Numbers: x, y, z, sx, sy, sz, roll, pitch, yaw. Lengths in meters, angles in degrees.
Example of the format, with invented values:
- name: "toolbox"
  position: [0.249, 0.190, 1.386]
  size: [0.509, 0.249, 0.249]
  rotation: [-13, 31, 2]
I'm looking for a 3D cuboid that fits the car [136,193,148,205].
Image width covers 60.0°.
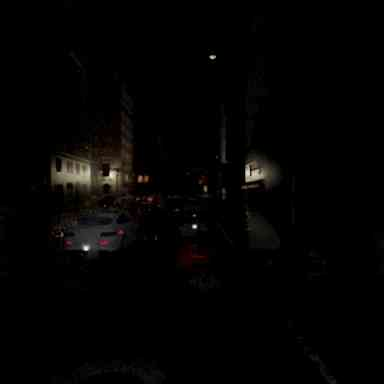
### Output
- name: "car"
  position: [-6.499, 0.911, 46.610]
  size: [2.097, 1.767, 4.553]
  rotation: [0, 1, 0]

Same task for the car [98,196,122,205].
- name: "car"
  position: [-9.784, 1.167, 40.006]
  size: [2.033, 1.411, 5.357]
  rotation: [0, 1, 0]

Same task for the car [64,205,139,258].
- name: "car"
  position: [-3.130, 1.407, 12.175]
  size: [1.812, 1.442, 4.674]
  rotation: [0, 0, 0]

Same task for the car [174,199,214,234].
- name: "car"
  position: [0.129, 1.331, 17.955]
  size: [1.837, 1.490, 4.892]
  rotation: [0, 1, 0]

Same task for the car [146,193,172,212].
- name: "car"
  position: [-3.092, 1.164, 34.121]
  size: [2.128, 1.511, 4.902]
  rotation: [0, 0, 0]

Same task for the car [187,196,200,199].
- name: "car"
  position: [0.159, 1.191, 35.008]
  size: [1.812, 1.442, 4.674]
  rotation: [0, 0, 0]
